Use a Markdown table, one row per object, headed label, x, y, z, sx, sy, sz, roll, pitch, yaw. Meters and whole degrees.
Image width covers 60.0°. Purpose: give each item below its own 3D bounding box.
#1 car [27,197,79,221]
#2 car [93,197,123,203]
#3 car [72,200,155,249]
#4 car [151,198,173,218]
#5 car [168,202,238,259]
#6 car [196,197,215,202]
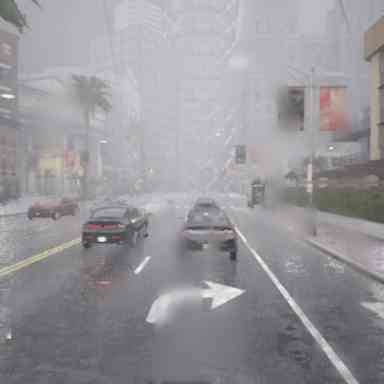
| label | x | y | z | sx | sy | sz | roll | pitch | yaw |
| --- | --- | --- | --- | --- | --- | --- | --- | --- | --- |
| car | -9.708 | 1.108 | 23.612 | 1.882 | 1.535 | 5.008 | 0 | 0 | 3 |
| car | -6.143 | 1.117 | 24.995 | 2.128 | 1.511 | 4.902 | 0 | 1 | 3 |
| car | -2.913 | 1.302 | 13.487 | 1.837 | 1.490 | 4.892 | 0 | 1 | 2 |
| car | -2.474 | 1.158 | 25.345 | 1.812 | 1.442 | 4.674 | 0 | 1 | 2 |
| car | 0.532 | 1.325 | 11.830 | 2.128 | 1.511 | 4.902 | 0 | 1 | 2 |
| car | 1.018 | 1.153 | 25.060 | 1.837 | 1.490 | 4.892 | 0 | 1 | 2 |
